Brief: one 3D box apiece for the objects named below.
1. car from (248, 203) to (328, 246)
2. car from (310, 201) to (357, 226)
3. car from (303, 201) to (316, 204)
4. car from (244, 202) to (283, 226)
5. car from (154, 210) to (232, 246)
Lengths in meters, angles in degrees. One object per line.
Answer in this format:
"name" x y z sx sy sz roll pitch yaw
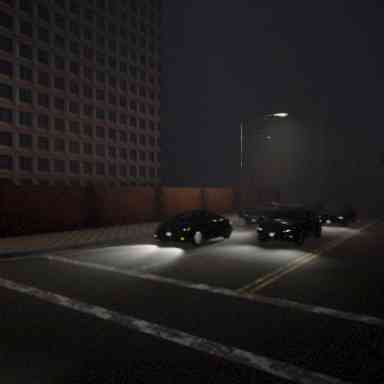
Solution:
"car" 4.675 1.500 15.643 1.837 1.490 4.892 0 0 35
"car" 10.323 1.536 23.577 2.033 1.411 5.357 0 0 36
"car" 11.020 1.520 30.548 2.033 1.411 5.357 0 0 36
"car" 5.194 1.471 22.409 2.128 1.511 4.902 0 0 35
"car" 0.174 1.549 15.351 1.994 1.385 4.181 0 0 35
